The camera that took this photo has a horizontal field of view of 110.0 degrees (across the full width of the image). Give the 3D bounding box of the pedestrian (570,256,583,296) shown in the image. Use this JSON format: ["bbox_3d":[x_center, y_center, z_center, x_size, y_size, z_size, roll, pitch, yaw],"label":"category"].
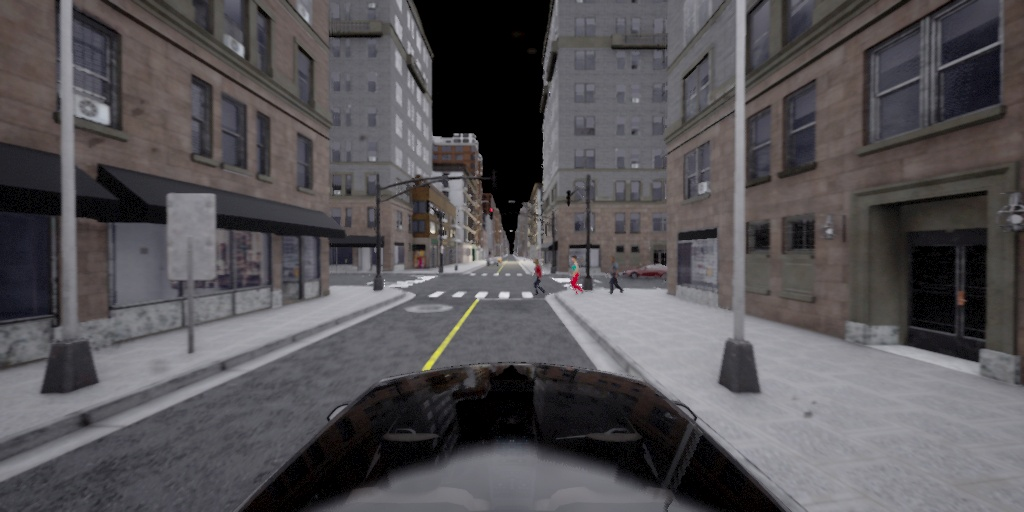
[{"bbox_3d":[2.800,0.822,15.924,0.375,1.860,0.375,0,1,0],"label":"pedestrian"}]

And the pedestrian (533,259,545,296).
[{"bbox_3d":[1.227,0.969,17.124,0.375,1.860,0.375,0,1,0],"label":"pedestrian"}]

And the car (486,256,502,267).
[{"bbox_3d":[-3.094,0.925,57.476,2.128,1.511,4.902,0,0,1],"label":"car"}]

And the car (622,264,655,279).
[{"bbox_3d":[11.628,1.299,30.731,4.207,1.307,1.802,0,0,0],"label":"car"}]

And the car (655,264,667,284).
[{"bbox_3d":[11.600,1.357,22.206,4.403,1.370,2.007,0,0,0],"label":"car"}]

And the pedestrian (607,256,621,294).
[{"bbox_3d":[4.678,0.844,16.526,0.375,1.860,0.375,0,1,0],"label":"pedestrian"}]
